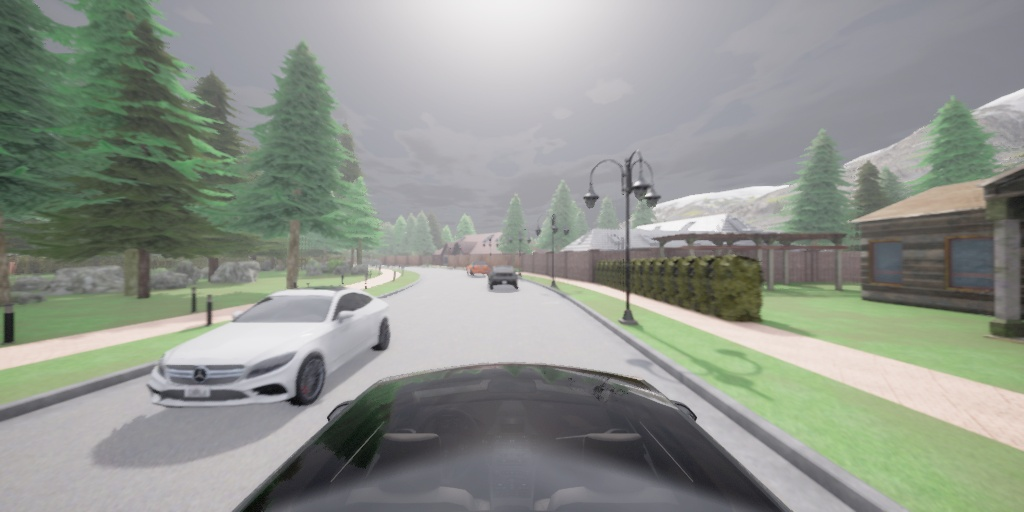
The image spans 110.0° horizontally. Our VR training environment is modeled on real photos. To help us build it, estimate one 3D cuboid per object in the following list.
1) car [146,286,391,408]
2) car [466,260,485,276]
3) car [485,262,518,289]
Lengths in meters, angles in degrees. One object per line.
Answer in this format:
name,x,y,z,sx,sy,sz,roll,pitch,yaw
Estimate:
car,-3.628,1.303,6.449,1.812,1.442,4.674,0,0,0
car,-3.945,1.325,40.826,2.097,1.767,4.553,0,0,-15
car,-0.695,1.388,24.660,1.837,1.490,4.892,0,0,-6
